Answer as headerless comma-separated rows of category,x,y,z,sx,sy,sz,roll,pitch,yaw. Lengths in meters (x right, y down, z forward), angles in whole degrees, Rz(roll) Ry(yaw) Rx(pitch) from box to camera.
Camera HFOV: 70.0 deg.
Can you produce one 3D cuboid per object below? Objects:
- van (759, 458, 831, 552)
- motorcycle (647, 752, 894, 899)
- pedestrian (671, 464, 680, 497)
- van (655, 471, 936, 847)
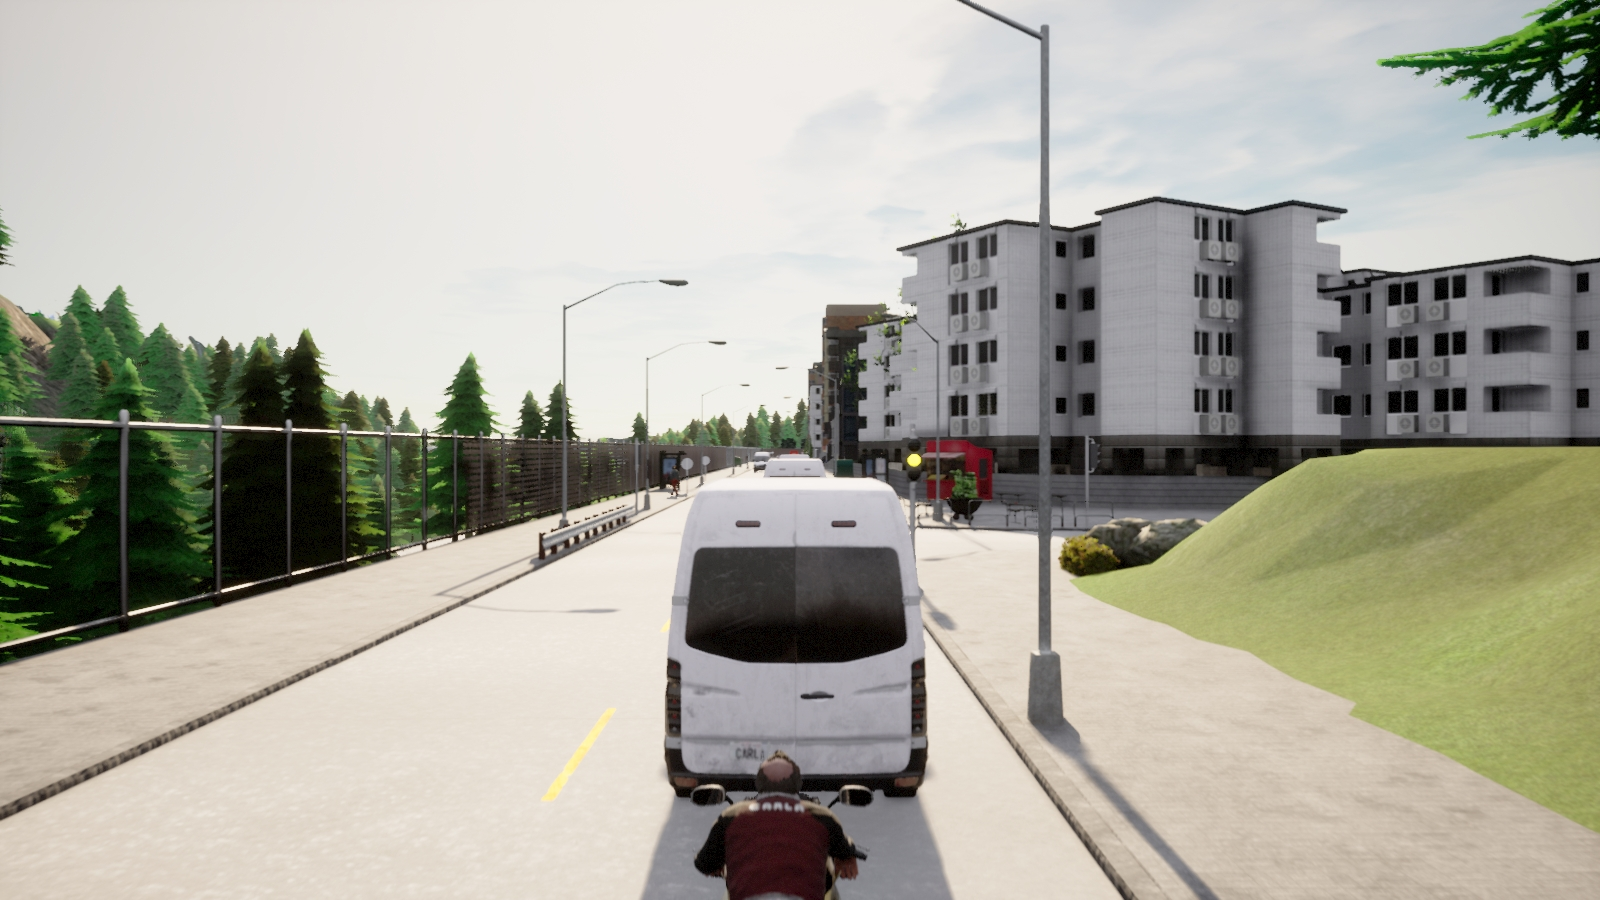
van,-0.162,1.534,34.586,1.988,2.561,5.915,0,0,0
motorcycle,-0.093,2.205,4.859,0.867,1.251,2.209,0,0,1
pedestrian,-7.114,1.744,65.195,0.375,1.860,0.375,0,0,-31
van,-0.041,1.534,11.059,1.988,2.561,5.915,0,0,0
